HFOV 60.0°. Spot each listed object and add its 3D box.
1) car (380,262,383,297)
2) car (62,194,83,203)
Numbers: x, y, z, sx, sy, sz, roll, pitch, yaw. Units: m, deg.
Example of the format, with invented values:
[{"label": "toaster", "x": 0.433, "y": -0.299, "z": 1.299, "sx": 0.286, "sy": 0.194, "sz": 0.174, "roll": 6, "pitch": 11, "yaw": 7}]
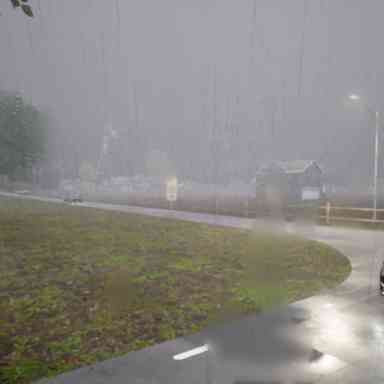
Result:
[{"label": "car", "x": 5.946, "y": 1.507, "z": 7.223, "sx": 4.902, "sy": 1.511, "sz": 2.128, "roll": 0, "pitch": 0, "yaw": -36}, {"label": "car", "x": -18.497, "y": 0.970, "z": 51.322, "sx": 2.033, "sy": 1.411, "sz": 5.357, "roll": 2, "pitch": -1, "yaw": -36}]
